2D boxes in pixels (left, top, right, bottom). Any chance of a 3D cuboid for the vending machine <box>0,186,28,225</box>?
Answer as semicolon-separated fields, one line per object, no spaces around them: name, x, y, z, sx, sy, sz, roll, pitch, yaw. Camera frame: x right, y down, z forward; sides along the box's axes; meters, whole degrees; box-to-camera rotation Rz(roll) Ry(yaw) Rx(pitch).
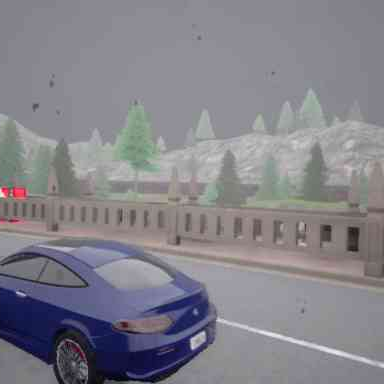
vending machine;-9.977;0.736;18.546;0.880;2.100;1.100;2;1;25

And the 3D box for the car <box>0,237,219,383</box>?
car;-1.851;1.420;4.955;4.674;1.442;1.812;2;1;33
